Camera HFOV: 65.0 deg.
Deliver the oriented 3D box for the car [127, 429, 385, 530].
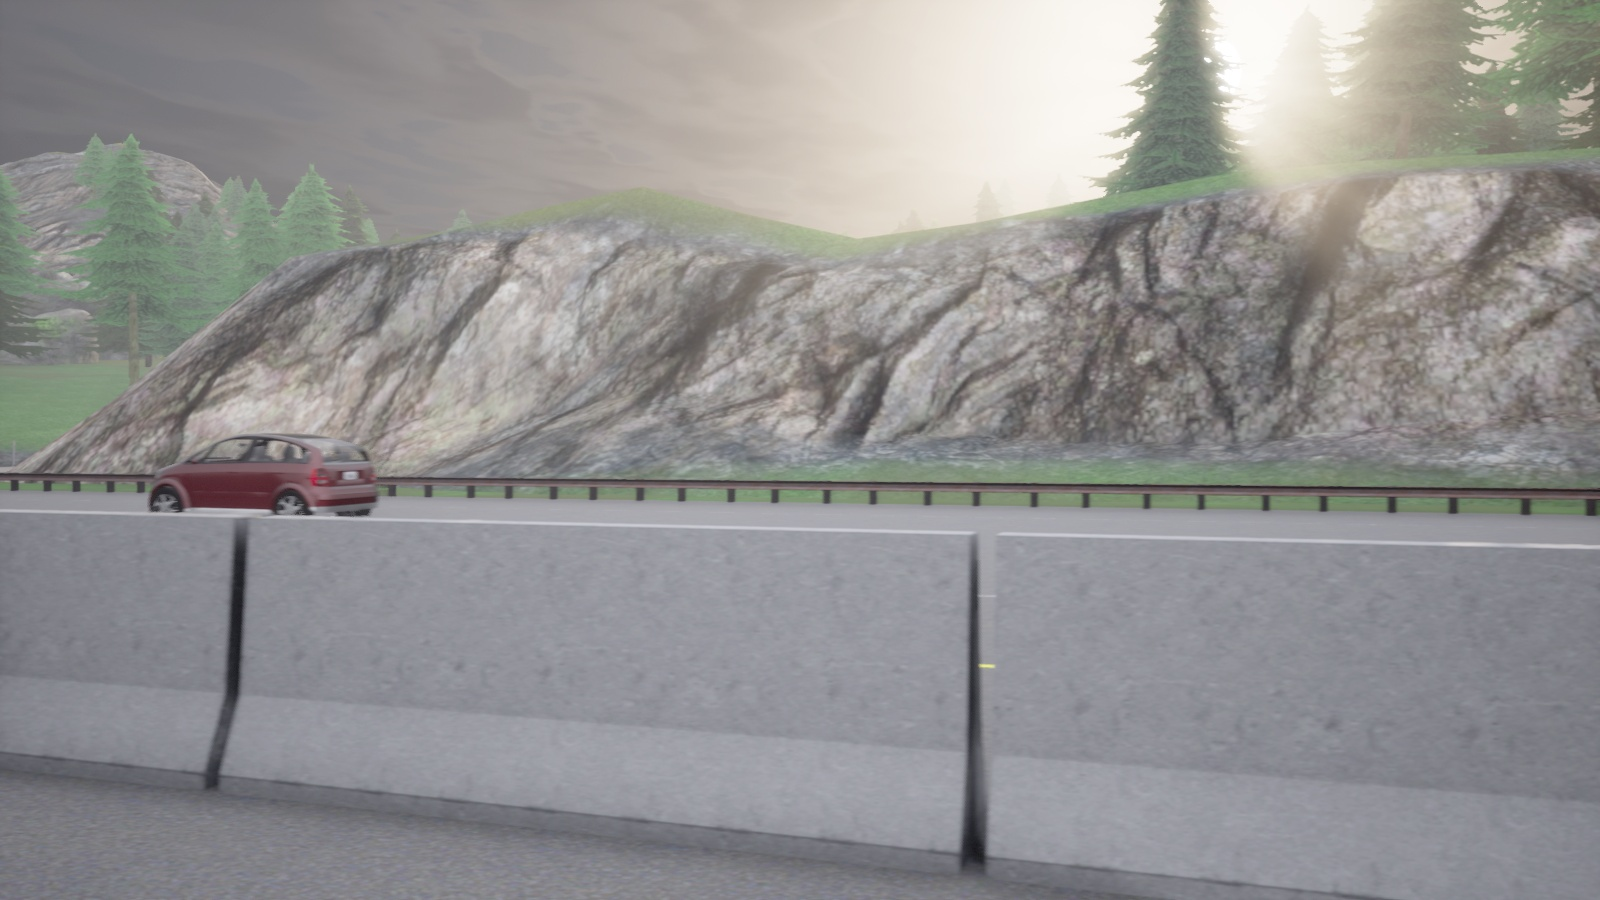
[{"bbox_3d":[-9.076,0.437,21.016,3.705,1.549,1.789,1,1,19],"label":"car"}]
